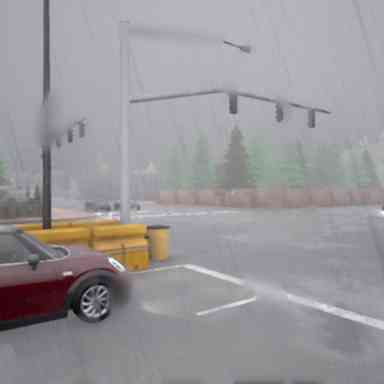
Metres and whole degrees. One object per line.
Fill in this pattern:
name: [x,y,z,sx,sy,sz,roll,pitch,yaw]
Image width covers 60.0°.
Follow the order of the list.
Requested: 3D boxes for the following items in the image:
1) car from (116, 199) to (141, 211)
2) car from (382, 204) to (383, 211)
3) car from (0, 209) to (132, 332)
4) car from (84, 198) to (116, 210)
car: [-7.906,1.484,40.113,1.812,1.442,4.674,0,0,-36]
car: [23.406,1.461,37.776,4.181,1.385,1.994,0,0,-35]
car: [-3.355,1.351,5.677,4.553,1.767,2.097,0,0,-35]
car: [-10.904,1.472,38.286,1.837,1.490,4.892,0,0,-36]
